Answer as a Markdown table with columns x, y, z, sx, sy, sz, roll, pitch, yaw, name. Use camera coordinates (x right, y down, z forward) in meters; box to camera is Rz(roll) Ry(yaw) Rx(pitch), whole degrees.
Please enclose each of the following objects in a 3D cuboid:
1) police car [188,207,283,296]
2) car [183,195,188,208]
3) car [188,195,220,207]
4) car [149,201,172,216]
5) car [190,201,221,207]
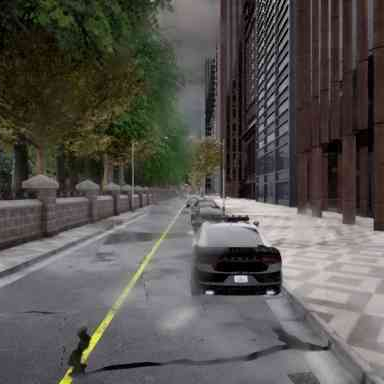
| x | y | z | sx | sy | sz | roll | pitch | yaw | name |
| --- | --- | --- | --- | --- | --- | --- | --- | --- | --- |
| 0.927 | 1.423 | 8.810 | 1.930 | 1.638 | 5.238 | 0 | 0 | 0 | police car |
| 0.176 | 1.509 | 46.892 | 2.033 | 1.411 | 5.357 | 0 | 0 | 1 | car |
| 0.981 | 1.334 | 24.670 | 2.097 | 1.767 | 4.553 | 0 | 0 | 0 | car |
| -2.992 | 1.575 | 32.462 | 1.895 | 1.301 | 4.718 | 0 | 0 | 0 | car |
| 0.960 | 1.494 | 18.700 | 1.837 | 1.490 | 4.892 | 0 | 0 | 0 | car |
